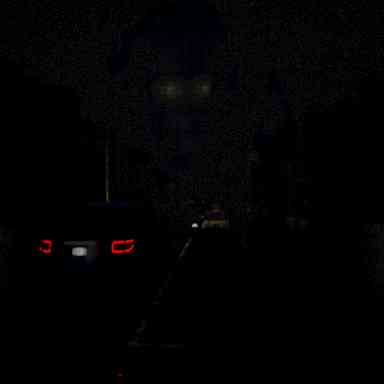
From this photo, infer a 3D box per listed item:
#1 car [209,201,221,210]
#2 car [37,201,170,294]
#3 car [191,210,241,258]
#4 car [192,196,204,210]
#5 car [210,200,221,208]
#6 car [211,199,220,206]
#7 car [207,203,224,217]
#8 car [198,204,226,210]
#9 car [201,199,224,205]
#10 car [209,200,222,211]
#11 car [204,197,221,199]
[{"bbox_3d":[3.691,2.044,52.539,1.802,1.307,4.206,0,-1,4],"label":"car"},{"bbox_3d":[-1.985,1.264,9.093,2.150,2.045,5.566,0,-1,4],"label":"car"},{"bbox_3d":[0.933,1.613,12.916,2.008,1.369,4.403,0,-1,4],"label":"car"},{"bbox_3d":[1.135,1.697,52.518,2.150,2.045,5.566,0,-1,4],"label":"car"},{"bbox_3d":[4.085,2.109,58.199,1.802,1.307,4.206,0,-1,4],"label":"car"},{"bbox_3d":[4.874,2.205,69.520,1.887,1.381,4.507,0,-1,4],"label":"car"},{"bbox_3d":[2.509,1.861,35.557,1.802,1.307,4.206,0,-1,4],"label":"car"},{"bbox_3d":[1.339,1.641,18.746,1.752,1.417,4.829,0,-1,4],"label":"car"},{"bbox_3d":[2.115,1.662,29.899,1.967,1.590,4.097,0,-1,4],"label":"car"},{"bbox_3d":[3.309,1.926,47.049,1.752,1.417,4.829,0,-1,4],"label":"car"},{"bbox_3d":[2.903,1.653,41.221,2.192,1.841,5.009,0,-1,4],"label":"car"}]
